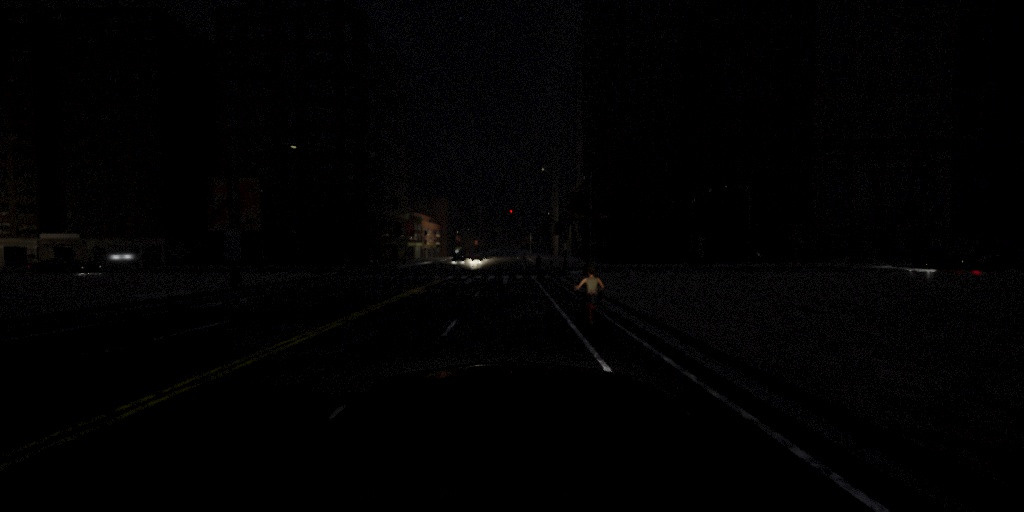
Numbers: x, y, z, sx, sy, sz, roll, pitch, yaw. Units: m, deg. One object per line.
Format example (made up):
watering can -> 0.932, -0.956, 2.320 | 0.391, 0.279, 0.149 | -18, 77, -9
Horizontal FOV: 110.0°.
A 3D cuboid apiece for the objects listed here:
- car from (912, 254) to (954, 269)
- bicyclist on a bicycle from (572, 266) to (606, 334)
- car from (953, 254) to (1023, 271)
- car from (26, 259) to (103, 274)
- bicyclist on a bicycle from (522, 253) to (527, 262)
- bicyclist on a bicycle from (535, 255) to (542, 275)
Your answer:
car -> 42.539, 0.520, 35.353 | 4.892, 1.490, 1.837 | 0, 2, 0
bicyclist on a bicycle -> 2.004, 1.066, 9.170 | 0.866, 1.612, 1.509 | 0, 1, 3
car -> 43.387, 0.637, 32.260 | 4.674, 1.442, 1.812 | 0, 2, 0
car -> -41.695, 0.957, 33.427 | 5.357, 1.411, 2.033 | 0, 2, 1
bicyclist on a bicycle -> 2.012, 0.308, 59.217 | 0.866, 1.612, 1.509 | 0, 1, 3
bicyclist on a bicycle -> 2.222, 0.766, 29.684 | 0.582, 1.620, 1.656 | 0, 1, 0
